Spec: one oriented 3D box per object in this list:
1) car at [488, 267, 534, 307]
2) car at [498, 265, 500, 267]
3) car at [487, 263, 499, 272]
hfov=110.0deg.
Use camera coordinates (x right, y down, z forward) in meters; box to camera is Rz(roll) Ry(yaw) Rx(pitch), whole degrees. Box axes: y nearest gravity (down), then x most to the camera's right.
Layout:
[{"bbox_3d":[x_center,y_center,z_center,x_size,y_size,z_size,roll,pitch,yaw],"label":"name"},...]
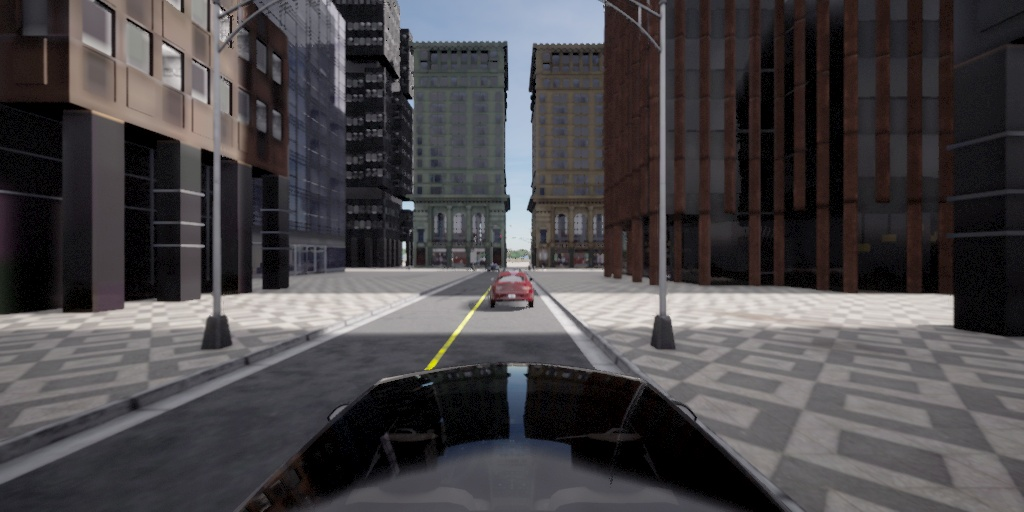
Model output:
[{"bbox_3d":[0.006,1.416,16.245,1.812,1.442,4.674,0,0,0],"label":"car"},{"bbox_3d":[0.003,1.642,30.952,1.895,1.301,4.718,0,-1,0],"label":"car"},{"bbox_3d":[-3.003,1.920,59.298,1.994,1.385,4.181,0,-1,0],"label":"car"}]
